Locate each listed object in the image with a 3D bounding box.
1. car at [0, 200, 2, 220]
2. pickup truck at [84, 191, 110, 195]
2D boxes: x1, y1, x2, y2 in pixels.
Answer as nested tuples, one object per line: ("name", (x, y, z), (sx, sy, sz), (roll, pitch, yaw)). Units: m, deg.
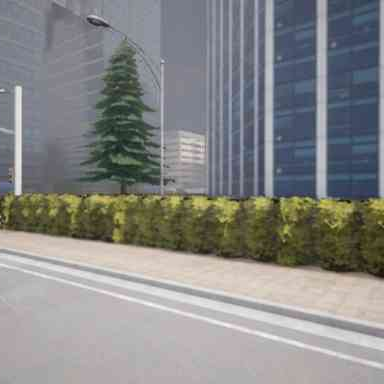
("car", (-14.384, 1.399, 26.348), (1.882, 1.535, 5.008), (-1, 0, 33))
("pickup truck", (-17.362, 0.911, 63.101), (6.274, 2.098, 2.390), (0, 0, -24))
